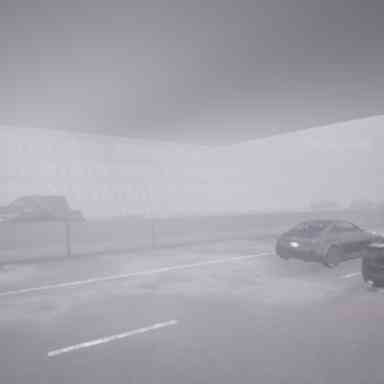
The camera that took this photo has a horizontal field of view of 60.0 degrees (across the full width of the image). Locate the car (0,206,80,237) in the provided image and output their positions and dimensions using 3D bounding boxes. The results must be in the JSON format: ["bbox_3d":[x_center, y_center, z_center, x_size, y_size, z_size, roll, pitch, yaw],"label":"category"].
[{"bbox_3d":[-7.808,1.575,15.618,4.181,1.385,1.994,0,0,-35],"label":"car"}]

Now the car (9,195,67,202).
[{"bbox_3d":[-10.901,1.238,22.011,5.566,2.045,2.150,0,0,-35],"label":"car"}]

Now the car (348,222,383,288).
[{"bbox_3d":[6.117,1.518,8.107,5.008,1.535,1.882,0,0,-35],"label":"car"}]

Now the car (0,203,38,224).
[{"bbox_3d":[-14.220,1.558,23.943,5.357,1.411,2.033,0,0,-35],"label":"car"}]

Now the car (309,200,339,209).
[{"bbox_3d":[18.906,1.780,47.504,4.718,1.301,1.895,0,0,-35],"label":"car"}]

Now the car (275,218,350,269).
[{"bbox_3d":[4.813,1.608,11.476,4.181,1.385,1.994,0,0,-35],"label":"car"}]

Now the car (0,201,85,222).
[{"bbox_3d":[-8.755,1.509,19.241,4.902,1.511,2.128,0,0,-35],"label":"car"}]

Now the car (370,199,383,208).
[{"bbox_3d":[25.879,1.758,43.862,4.181,1.385,1.994,0,0,-35],"label":"car"}]

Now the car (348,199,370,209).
[{"bbox_3d":[23.943,1.701,46.777,4.892,1.490,1.837,1,-1,-35],"label":"car"}]
